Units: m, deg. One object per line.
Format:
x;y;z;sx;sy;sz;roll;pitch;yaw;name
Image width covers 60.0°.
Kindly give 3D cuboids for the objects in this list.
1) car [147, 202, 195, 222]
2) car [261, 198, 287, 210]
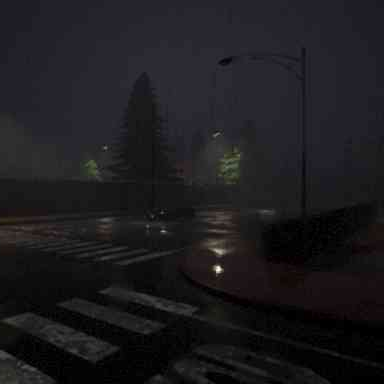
-1.550;1.515;26.424;1.812;1.442;4.674;0;0;36;car
10.639;1.480;42.904;2.128;1.511;4.902;0;0;38;car
